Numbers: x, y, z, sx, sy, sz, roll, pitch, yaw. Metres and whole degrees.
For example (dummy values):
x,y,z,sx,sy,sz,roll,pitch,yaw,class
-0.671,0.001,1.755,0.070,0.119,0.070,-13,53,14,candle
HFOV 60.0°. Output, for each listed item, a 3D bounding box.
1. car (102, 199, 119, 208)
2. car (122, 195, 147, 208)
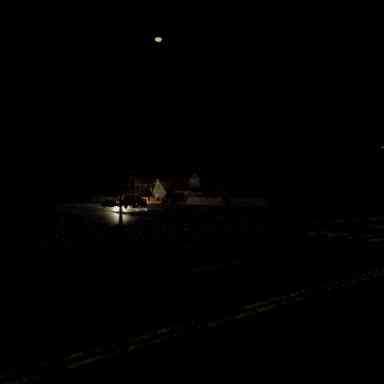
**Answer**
x,y,z,sx,sy,sz,roll,pitch,yaw,class
-13.384,1.931,55.844,2.033,1.411,5.357,0,-1,-35,car
-9.704,1.592,56.271,2.150,2.045,5.566,0,-1,-35,car
